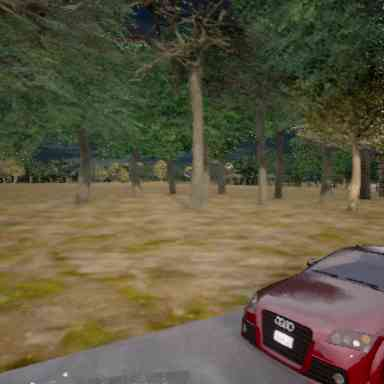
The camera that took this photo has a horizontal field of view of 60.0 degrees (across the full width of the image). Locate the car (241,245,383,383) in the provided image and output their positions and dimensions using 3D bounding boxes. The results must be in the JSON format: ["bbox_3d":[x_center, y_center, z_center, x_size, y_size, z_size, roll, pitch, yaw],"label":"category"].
[{"bbox_3d":[2.780,1.549,4.957,4.181,1.385,1.994,0,0,-31],"label":"car"}]
